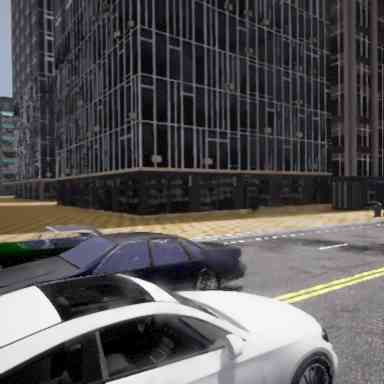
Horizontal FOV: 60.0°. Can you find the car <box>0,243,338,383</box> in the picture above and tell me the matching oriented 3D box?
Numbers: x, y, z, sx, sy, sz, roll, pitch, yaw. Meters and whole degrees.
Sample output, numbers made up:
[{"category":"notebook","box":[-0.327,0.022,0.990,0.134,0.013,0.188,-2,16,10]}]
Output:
[{"category":"car","box":[-0.633,1.525,2.988,4.674,1.442,1.812,0,0,-36]}]

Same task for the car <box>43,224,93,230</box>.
[{"category":"car","box":[-3.696,1.600,9.032,4.718,1.301,1.895,0,0,-36]}]

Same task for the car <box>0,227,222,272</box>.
[{"category":"car","box":[-1.290,1.547,6.761,5.357,1.411,2.033,0,0,-36]}]
